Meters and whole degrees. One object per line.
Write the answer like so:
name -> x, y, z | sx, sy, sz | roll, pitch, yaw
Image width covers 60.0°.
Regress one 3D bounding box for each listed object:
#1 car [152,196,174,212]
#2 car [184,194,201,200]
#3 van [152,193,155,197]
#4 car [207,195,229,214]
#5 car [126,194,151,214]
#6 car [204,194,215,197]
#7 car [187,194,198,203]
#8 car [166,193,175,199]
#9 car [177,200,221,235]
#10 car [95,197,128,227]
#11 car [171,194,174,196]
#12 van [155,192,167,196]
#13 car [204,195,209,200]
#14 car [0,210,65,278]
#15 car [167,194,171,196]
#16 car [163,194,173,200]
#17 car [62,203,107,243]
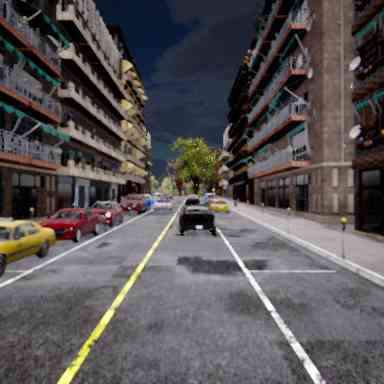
car -> -3.094, 1.416, 36.359 | 1.895, 1.301, 4.718 | 0, 0, 0
car -> 0.102, 1.294, 41.897 | 1.837, 1.490, 4.892 | 0, 1, 0
van -> -5.675, 1.146, 38.384 | 1.690, 1.788, 3.998 | 1, 0, 0
car -> 2.704, 1.358, 32.855 | 1.752, 1.417, 4.829 | 1, 0, 0
car -> -5.675, 1.148, 32.723 | 2.192, 1.841, 5.009 | 1, 0, 0
car -> 2.710, 1.343, 44.009 | 1.947, 1.339, 4.313 | 1, 0, 0
car -> 0.101, 1.179, 59.674 | 1.882, 1.535, 5.008 | 0, 0, 0
car -> -5.770, 1.120, 89.336 | 2.008, 1.369, 4.403 | 1, 0, 0
car -> 0.229, 1.410, 18.225 | 1.837, 1.490, 4.892 | 0, 0, -3
car -> -5.677, 1.330, 21.401 | 1.967, 1.590, 4.097 | 1, 0, 0
car -> -5.677, 1.210, 72.355 | 1.947, 1.339, 4.313 | 1, 0, 0
van -> -5.674, 1.064, 55.369 | 1.690, 1.788, 3.998 | 1, 0, 0
car -> 2.706, 1.350, 38.346 | 1.887, 1.381, 4.507 | 1, 0, 0
car -> -5.679, 1.474, 9.908 | 1.752, 1.417, 4.829 | 1, 0, 0
car -> -5.674, 1.011, 61.030 | 2.192, 1.841, 5.009 | 1, 0, 0
car -> -5.677, 1.169, 78.017 | 2.008, 1.369, 4.403 | 1, 0, 0
car -> -5.678, 1.463, 15.738 | 1.887, 1.381, 4.507 | 1, 0, 0
